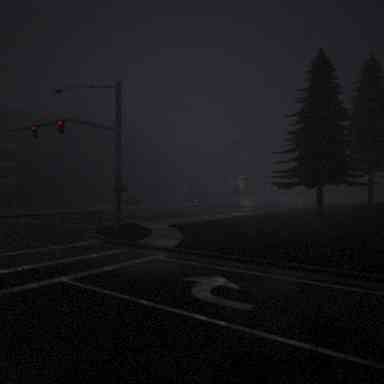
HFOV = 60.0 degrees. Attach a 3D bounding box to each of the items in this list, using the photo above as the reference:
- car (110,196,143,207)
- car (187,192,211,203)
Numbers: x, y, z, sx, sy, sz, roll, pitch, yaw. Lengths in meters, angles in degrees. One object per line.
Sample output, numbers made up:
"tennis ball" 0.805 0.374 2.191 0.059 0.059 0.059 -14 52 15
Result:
"car" -8.940 1.275 45.610 1.882 1.535 5.008 0 0 35
"car" 1.357 1.020 60.213 2.150 2.045 5.566 0 0 36
